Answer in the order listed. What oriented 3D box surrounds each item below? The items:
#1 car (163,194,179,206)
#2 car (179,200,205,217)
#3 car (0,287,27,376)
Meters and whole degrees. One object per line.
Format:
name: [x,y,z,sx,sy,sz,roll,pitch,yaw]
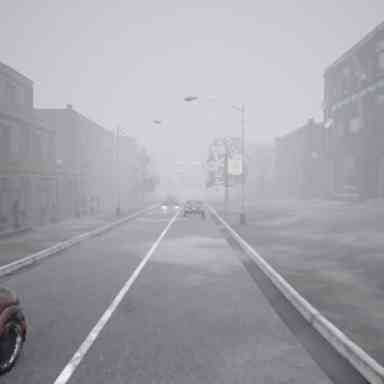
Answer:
car: [-2.882,1.037,46.649,2.097,1.767,4.553,0,1,1]
car: [0.183,1.372,29.332,2.033,1.411,5.357,0,0,0]
car: [-3.210,1.562,2.753,1.994,1.385,4.181,0,0,0]
